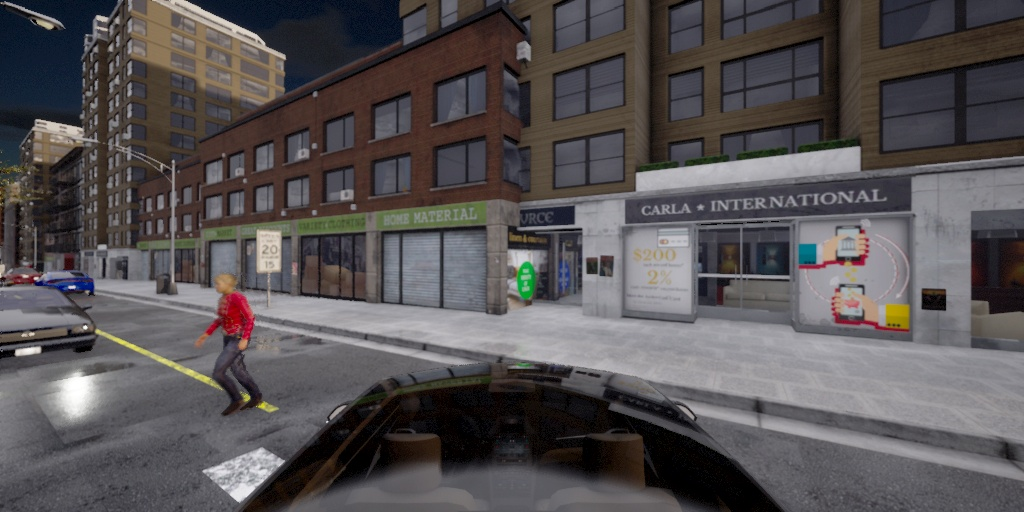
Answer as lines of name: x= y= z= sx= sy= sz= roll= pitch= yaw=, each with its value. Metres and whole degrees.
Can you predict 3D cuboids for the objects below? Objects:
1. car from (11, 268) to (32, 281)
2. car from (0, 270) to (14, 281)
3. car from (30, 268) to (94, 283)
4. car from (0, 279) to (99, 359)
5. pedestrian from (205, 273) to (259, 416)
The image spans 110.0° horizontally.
car: x=-44.325 y=1.860 z=32.496 sx=4.553 sy=1.767 sz=2.097 roll=-1 pitch=-1 yaw=32
car: x=-27.349 y=1.628 z=18.295 sx=4.892 sy=1.490 sz=1.837 roll=-1 pitch=-1 yaw=32
car: x=-26.610 y=1.628 z=21.297 sx=5.008 sy=1.535 sz=1.882 roll=-1 pitch=-1 yaw=32
car: x=-11.228 y=1.412 z=8.091 sx=5.357 sy=1.411 sz=2.033 roll=-1 pitch=-1 yaw=32
pedestrian: x=-3.570 y=1.076 z=4.570 sx=0.375 sy=1.860 sz=0.375 roll=0 pitch=0 yaw=32
